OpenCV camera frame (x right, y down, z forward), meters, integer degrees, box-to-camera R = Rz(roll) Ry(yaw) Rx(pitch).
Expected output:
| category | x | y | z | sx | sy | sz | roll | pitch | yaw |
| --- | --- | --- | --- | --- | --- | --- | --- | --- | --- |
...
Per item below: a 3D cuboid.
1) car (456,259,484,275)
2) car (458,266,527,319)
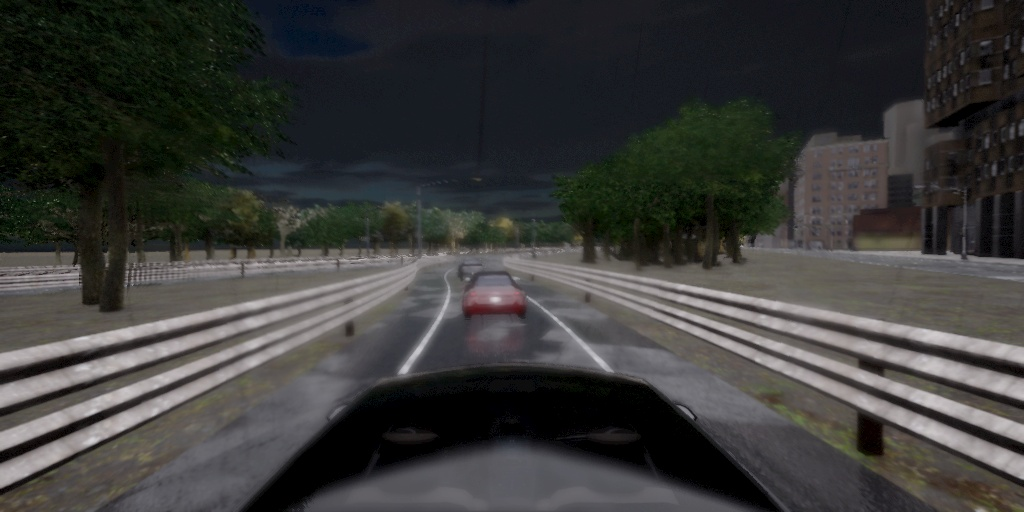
| category | x | y | z | sx | sy | sz | roll | pitch | yaw |
| --- | --- | --- | --- | --- | --- | --- | --- | --- | --- |
| car | -3.156 | 0.969 | 27.391 | 2.128 | 1.511 | 4.902 | -1 | 1 | -11 |
| car | -0.668 | 1.208 | 12.375 | 1.994 | 1.385 | 4.181 | 0 | 1 | -6 |
